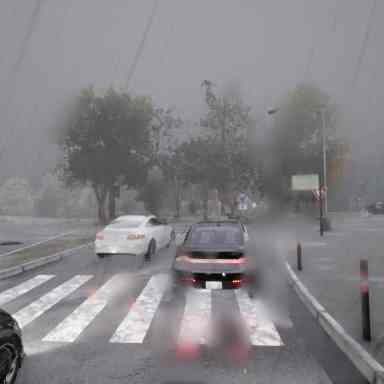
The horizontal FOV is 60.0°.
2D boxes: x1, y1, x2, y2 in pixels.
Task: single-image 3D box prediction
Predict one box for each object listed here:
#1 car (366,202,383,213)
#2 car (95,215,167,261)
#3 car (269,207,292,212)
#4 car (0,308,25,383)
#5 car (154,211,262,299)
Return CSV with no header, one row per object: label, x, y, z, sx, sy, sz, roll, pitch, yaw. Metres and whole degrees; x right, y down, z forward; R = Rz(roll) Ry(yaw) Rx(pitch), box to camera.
car,25.771,2.195,46.411,2.128,1.511,4.902,0,-3,13
car,-1.980,1.569,12.433,1.812,1.442,4.674,-1,-1,10
car,19.129,3.999,72.498,4.718,1.301,1.895,-3,-5,37
car,-3.039,1.569,2.345,1.994,1.385,4.181,0,0,1
car,0.675,1.485,8.497,2.128,1.511,4.902,-1,0,7
